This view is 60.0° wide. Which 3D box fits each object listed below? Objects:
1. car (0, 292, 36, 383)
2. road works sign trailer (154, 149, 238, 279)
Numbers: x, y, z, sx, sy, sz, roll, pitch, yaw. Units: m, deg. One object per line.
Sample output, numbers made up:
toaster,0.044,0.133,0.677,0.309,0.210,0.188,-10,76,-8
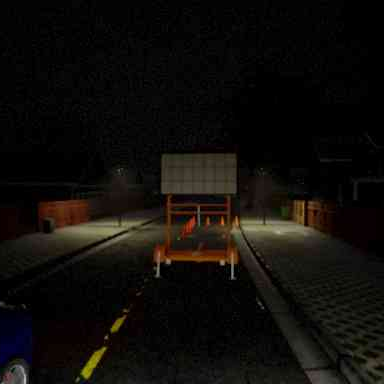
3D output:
car,-2.619,1.536,1.876,1.812,1.442,4.674,0,0,1
road works sign trailer,0.218,0.510,10.237,2.380,3.560,2.880,0,0,6
